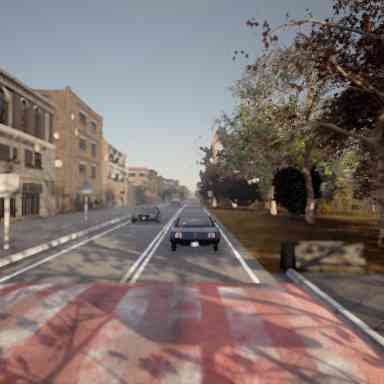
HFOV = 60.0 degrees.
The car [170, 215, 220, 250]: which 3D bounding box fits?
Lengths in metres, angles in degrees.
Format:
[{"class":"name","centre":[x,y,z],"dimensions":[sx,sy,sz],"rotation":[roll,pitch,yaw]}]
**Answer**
[{"class":"car","centre":[0.115,1.619,14.372],"dimensions":[1.895,1.301,4.718],"rotation":[0,0,0]}]

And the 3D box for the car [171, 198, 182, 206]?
[{"class":"car","centre":[-3.022,1.939,65.973],"dimensions":[1.882,1.535,5.008],"rotation":[0,-1,1]}]

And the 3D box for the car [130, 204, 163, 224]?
[{"class":"car","centre":[-3.308,1.596,24.878],"dimensions":[1.994,1.385,4.181],"rotation":[0,0,0]}]
